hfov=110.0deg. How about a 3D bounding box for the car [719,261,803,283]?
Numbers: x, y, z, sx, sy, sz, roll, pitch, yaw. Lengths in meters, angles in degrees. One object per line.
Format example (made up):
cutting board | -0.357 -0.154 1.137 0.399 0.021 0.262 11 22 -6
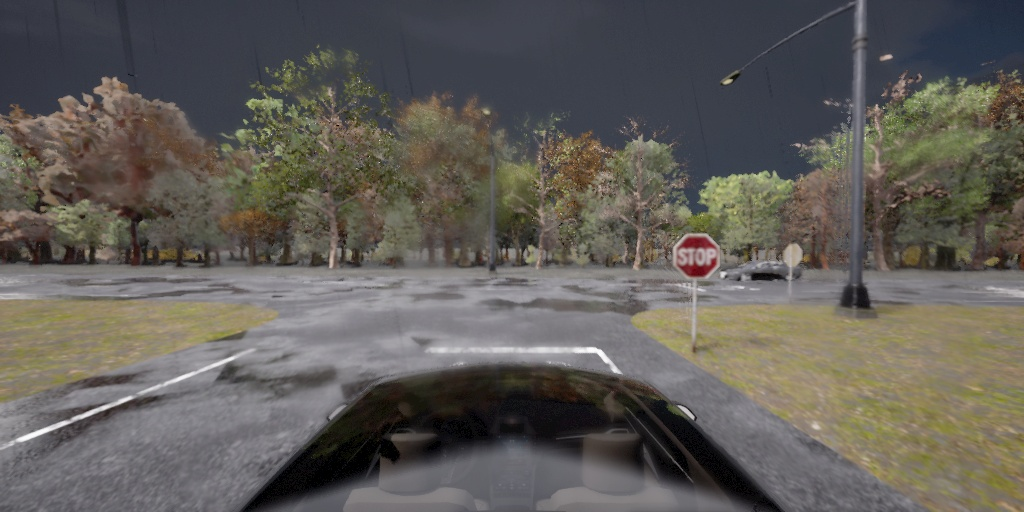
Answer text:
car | 16.504 1.059 23.913 4.902 1.511 2.128 -1 1 0
